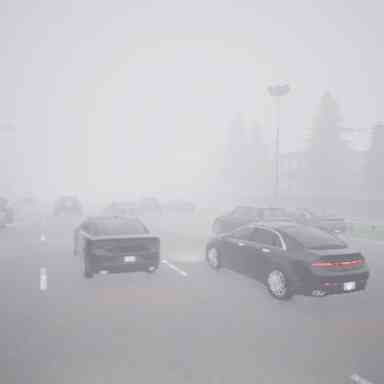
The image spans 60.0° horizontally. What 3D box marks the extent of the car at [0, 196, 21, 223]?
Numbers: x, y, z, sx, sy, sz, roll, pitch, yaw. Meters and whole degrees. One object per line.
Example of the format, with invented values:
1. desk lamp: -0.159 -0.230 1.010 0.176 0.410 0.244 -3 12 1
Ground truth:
1. car: -12.910 1.036 22.104 2.097 1.767 4.553 1 0 -24

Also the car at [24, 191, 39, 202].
1. car: -25.872 0.701 53.707 2.097 1.767 4.553 1 0 -24

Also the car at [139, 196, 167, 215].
1. car: -4.414 1.196 31.645 2.097 1.767 4.553 1 0 -24

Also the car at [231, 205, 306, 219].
1. car: 2.773 1.379 15.552 2.097 1.767 4.553 1 0 -24

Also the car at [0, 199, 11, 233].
1. car: -10.479 1.272 16.654 1.812 1.442 4.674 1 0 -24

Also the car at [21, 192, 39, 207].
1. car: -20.250 1.018 41.122 1.812 1.442 4.674 1 0 -24

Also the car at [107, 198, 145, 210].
1. car: -5.529 1.380 25.552 2.033 1.411 5.357 1 0 -24

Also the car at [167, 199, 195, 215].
1. car: -1.332 1.397 33.319 2.128 1.511 4.902 1 0 -24

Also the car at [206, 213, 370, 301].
1. car: 2.044 1.530 8.600 1.837 1.490 4.892 1 0 -24

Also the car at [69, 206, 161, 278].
1. car: -2.466 1.405 10.115 1.882 1.535 5.008 1 0 -24

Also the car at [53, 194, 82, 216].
1. car: -10.804 1.067 28.791 2.097 1.767 4.553 1 0 -24

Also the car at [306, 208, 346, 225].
1. car: 5.716 1.577 17.539 2.128 1.511 4.902 1 0 -24
